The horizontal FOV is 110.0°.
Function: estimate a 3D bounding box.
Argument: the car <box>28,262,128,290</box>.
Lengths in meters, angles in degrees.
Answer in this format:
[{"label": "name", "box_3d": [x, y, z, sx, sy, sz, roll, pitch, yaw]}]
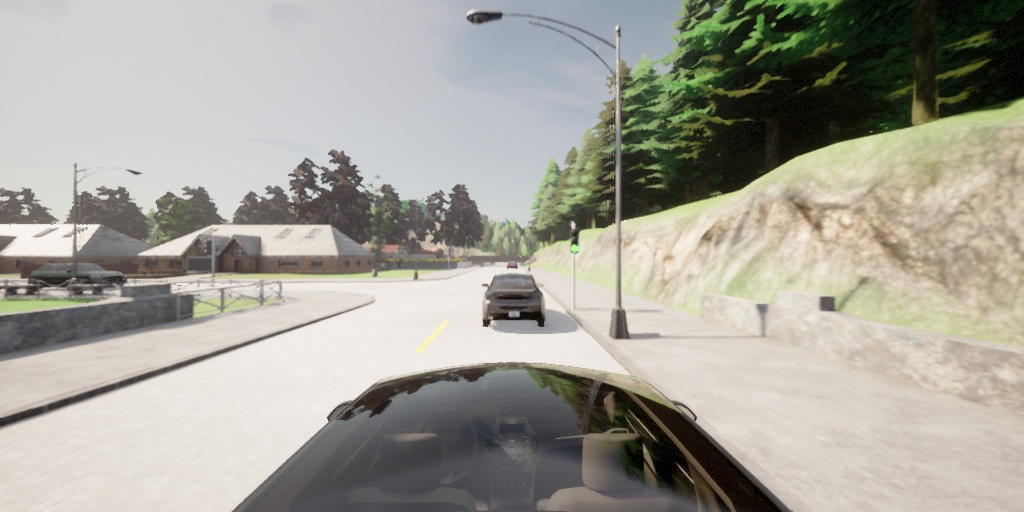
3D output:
[{"label": "car", "box_3d": [-27.562, 1.236, 22.913, 4.553, 1.767, 2.097, 0, 0, 0]}]

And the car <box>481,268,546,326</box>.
[{"label": "car", "box_3d": [0.033, 1.319, 11.957, 1.837, 1.490, 4.892, 0, 0, -1]}]
